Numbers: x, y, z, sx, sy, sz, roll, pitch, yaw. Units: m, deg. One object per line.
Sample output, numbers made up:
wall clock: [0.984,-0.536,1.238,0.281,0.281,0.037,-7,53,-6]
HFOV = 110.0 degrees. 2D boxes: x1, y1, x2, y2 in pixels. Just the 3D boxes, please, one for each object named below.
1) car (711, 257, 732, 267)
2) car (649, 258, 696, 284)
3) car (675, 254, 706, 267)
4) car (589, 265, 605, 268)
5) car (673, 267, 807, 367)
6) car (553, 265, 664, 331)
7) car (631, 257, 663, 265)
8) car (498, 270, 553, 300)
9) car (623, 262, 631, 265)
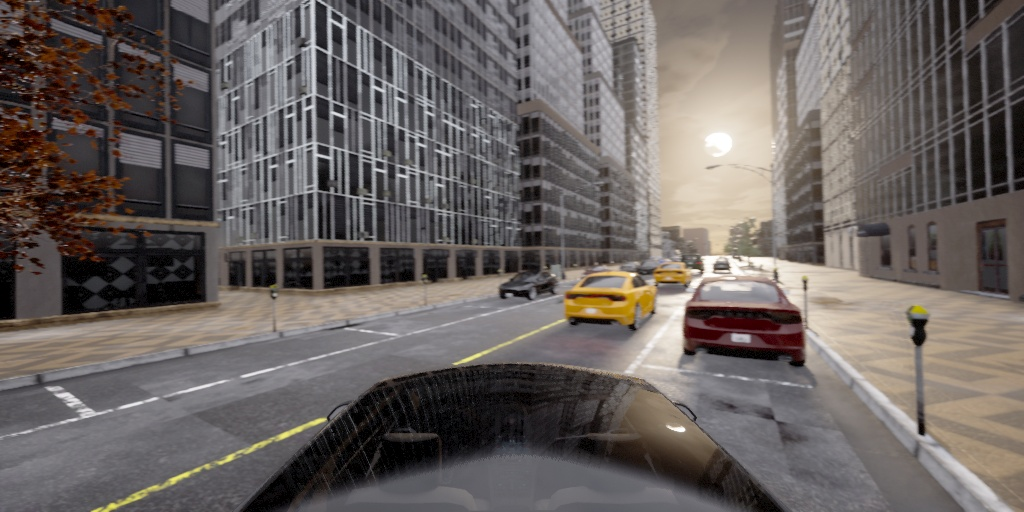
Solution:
car: [22.686,1.051,38.775,1.948,1.339,4.313,0,0,31]
car: [10.592,1.143,23.487,1.882,1.535,5.008,-2,0,31]
car: [18.801,0.790,37.368,2.150,2.045,5.566,-2,-1,31]
car: [6.791,1.379,28.349,1.802,1.307,4.207,0,0,31]
car: [4.939,1.157,7.908,1.882,1.535,5.008,-2,-1,31]
car: [3.266,1.226,11.244,1.882,1.535,5.008,-2,0,31]
car: [12.881,1.165,33.581,1.882,1.535,5.008,-2,-1,31]
car: [0.998,1.428,18.550,1.948,1.339,4.313,0,0,31]
car: [12.584,1.281,38.151,2.007,1.370,4.403,0,0,31]
